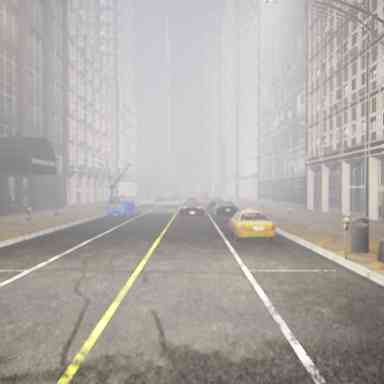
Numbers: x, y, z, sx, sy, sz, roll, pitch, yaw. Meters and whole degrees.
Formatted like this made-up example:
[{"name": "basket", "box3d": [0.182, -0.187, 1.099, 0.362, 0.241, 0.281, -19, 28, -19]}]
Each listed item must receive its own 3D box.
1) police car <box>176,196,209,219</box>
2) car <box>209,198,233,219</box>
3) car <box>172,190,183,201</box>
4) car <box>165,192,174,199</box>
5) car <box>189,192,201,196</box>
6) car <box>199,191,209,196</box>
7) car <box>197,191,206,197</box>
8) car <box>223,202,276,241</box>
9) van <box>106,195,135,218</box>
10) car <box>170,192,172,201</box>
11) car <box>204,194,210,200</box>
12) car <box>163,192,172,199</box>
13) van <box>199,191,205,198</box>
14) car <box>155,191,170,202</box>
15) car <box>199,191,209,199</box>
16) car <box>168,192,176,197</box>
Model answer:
[{"name": "police car", "box3d": [0.026, 1.317, 26.603, 2.038, 1.542, 4.974, 0, 0, 1]}, {"name": "car", "box3d": [2.685, 1.374, 26.942, 1.947, 1.339, 4.313, 0, 0, 0]}, {"name": "car", "box3d": [-3.011, 0.710, 67.451, 2.150, 2.045, 5.566, 0, 1, 0]}, {"name": "car", "box3d": [-5.699, 0.785, 83.924, 1.967, 1.590, 4.097, 0, 1, 0]}, {"name": "car", "box3d": [-0.002, 1.187, 51.639, 1.994, 1.385, 4.181, 0, 0, 0]}, {"name": "car", "box3d": [2.681, 0.760, 72.525, 2.192, 1.841, 5.009, 0, 0, 0]}, {"name": "car", "box3d": [2.680, 0.557, 95.317, 2.192, 1.841, 5.009, 0, 1, 0]}, {"name": "car", "box3d": [2.686, 1.415, 15.715, 1.752, 1.417, 4.829, 0, 0, 0]}, {"name": "van", "box3d": [-5.697, 1.149, 26.943, 1.690, 1.788, 3.998, 0, 0, 0]}, {"name": "car", "box3d": [-5.699, 0.809, 66.829, 2.192, 1.841, 5.009, 0, 0, 0]}, {"name": "car", "box3d": [2.684, 1.287, 38.337, 1.947, 1.339, 4.313, 0, 0, 0]}, {"name": "car", "box3d": [-5.699, 0.836, 78.226, 1.967, 1.590, 4.097, 0, 0, 0]}, {"name": "van", "box3d": [2.680, 0.635, 89.619, 1.690, 1.788, 3.998, 0, 1, 0]}, {"name": "car", "box3d": [-5.698, 1.086, 61.132, 1.887, 1.381, 4.507, 0, 0, 0]}, {"name": "car", "box3d": [2.681, 0.711, 78.223, 2.192, 1.841, 5.009, 0, 1, 0]}, {"name": "car", "box3d": [-5.700, 0.793, 95.322, 2.008, 1.369, 4.403, 0, 1, 0]}]
